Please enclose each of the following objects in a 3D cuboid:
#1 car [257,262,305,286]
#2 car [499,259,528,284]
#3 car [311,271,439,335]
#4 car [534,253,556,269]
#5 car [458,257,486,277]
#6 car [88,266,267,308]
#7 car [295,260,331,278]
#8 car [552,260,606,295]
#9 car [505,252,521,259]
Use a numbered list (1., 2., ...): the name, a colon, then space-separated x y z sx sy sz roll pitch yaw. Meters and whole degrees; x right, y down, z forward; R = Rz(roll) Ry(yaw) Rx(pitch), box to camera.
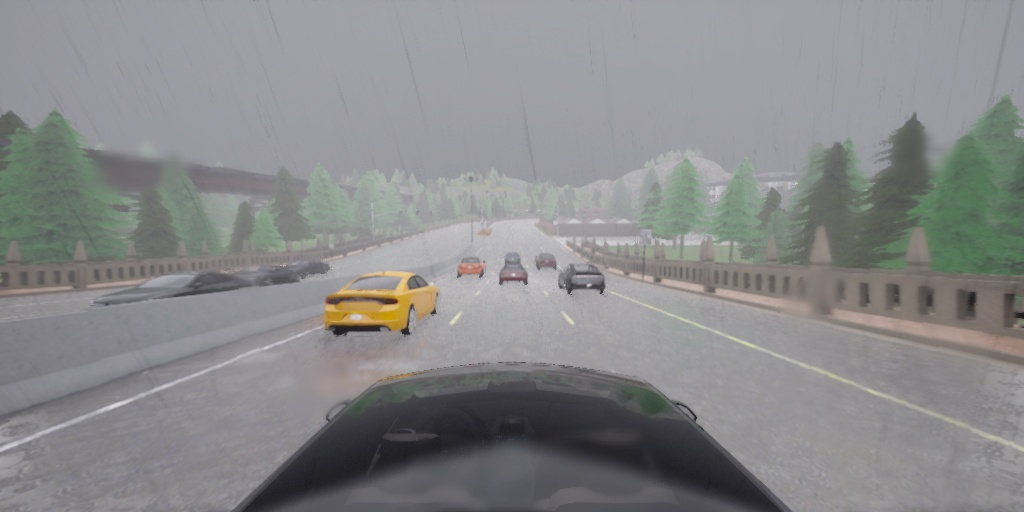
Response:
1. car: -14.096 1.219 20.368 1.994 1.385 4.181 0 0 0
2. car: 0.097 1.173 25.718 1.994 1.385 4.181 0 1 0
3. car: -3.401 1.183 10.311 1.882 1.535 5.008 0 0 0
4. car: 3.592 0.397 38.904 2.097 1.767 4.553 0 4 0
5. car: -3.403 0.820 31.139 2.097 1.767 4.553 0 2 0
6. car: -10.596 1.223 11.690 1.812 1.442 4.674 0 0 0
7. car: -17.564 1.032 30.563 2.033 1.411 5.357 0 2 0
8. car: 3.598 1.151 19.137 2.128 1.511 4.902 0 0 0
9. car: 0.075 0.149 44.448 1.994 1.385 4.181 0 5 0
